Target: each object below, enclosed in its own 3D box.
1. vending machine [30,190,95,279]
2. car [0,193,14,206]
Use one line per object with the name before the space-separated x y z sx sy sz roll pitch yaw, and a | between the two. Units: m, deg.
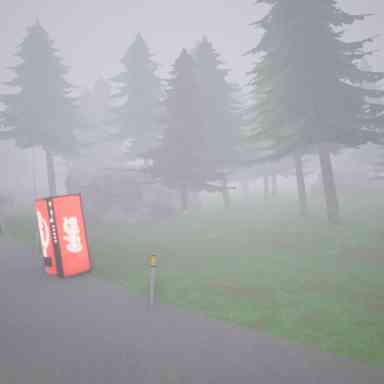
vending machine | -3.457 1.100 8.903 1.100 2.100 0.880 -9 1 -45
car | -22.158 0.884 37.963 2.128 1.511 4.902 -4 1 -6
